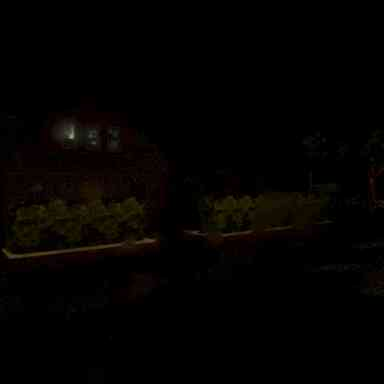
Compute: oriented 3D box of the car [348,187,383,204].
[{"bbox_3d":[20.257,0.408,38.286,3.866,1.878,1.905,-1,0,0],"label":"car"}]
